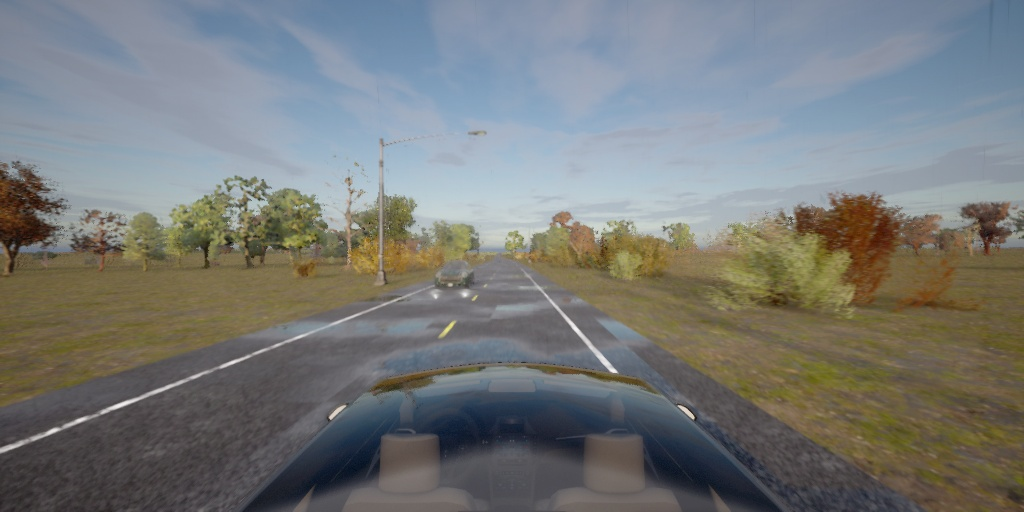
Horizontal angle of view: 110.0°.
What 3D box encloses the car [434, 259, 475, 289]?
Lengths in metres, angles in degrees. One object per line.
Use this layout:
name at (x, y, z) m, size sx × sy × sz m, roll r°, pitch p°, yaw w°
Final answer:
car at (-3.621, 1.106, 23.336) m, size 2.097 × 1.767 × 4.553 m, roll 0°, pitch 0°, yaw 0°
